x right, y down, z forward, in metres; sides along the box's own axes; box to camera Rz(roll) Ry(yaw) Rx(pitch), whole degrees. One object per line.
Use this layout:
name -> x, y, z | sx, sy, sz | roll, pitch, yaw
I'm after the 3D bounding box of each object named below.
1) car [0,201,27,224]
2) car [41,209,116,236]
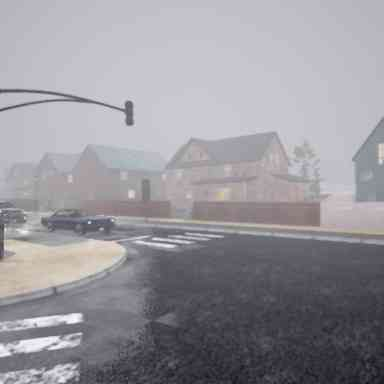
car -> -14.142, 1.469, 24.683 | 4.553, 1.767, 2.097 | -1, 0, 38
car -> -6.368, 1.622, 18.550 | 4.718, 1.301, 1.895 | -1, 0, 38
